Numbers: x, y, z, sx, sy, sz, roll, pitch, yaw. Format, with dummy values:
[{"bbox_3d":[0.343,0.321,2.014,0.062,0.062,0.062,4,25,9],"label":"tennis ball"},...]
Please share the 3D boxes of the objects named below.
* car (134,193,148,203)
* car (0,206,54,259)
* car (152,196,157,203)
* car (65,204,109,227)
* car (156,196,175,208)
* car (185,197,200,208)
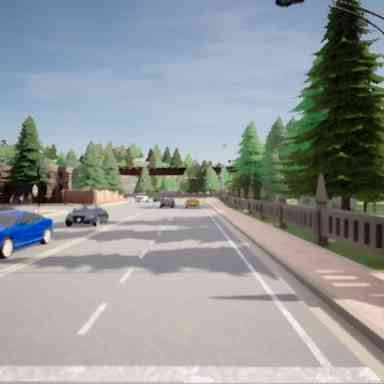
[{"bbox_3d":[-10.544,1.178,69.222,2.150,2.045,5.566,0,0,0],"label":"car"},{"bbox_3d":[-7.103,1.469,12.807,1.882,1.535,5.008,0,0,0],"label":"car"},{"bbox_3d":[-7.044,1.505,69.254,1.994,1.385,4.181,0,0,0],"label":"car"},{"bbox_3d":[-7.081,1.549,22.795,1.994,1.385,4.181,0,0,0],"label":"car"},{"bbox_3d":[-3.429,1.460,47.246,2.128,1.511,4.902,0,0,0],"label":"car"},{"bbox_3d":[0.070,1.444,48.501,1.882,1.535,5.008,0,0,0],"label":"car"}]
